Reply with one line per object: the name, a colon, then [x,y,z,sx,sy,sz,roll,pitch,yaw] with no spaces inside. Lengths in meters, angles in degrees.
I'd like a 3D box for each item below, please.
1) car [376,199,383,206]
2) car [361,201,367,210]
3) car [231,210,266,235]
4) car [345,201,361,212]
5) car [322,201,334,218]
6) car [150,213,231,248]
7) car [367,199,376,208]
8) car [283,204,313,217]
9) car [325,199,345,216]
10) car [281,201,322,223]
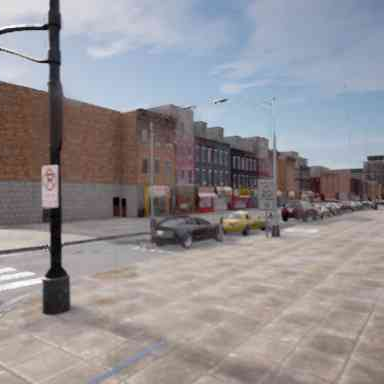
car: [45.353,2.588,80.126,1.947,1.339,4.313,-2,-2,35]
car: [25.850,2.180,52.607,2.008,1.369,4.403,-2,-2,35]
car: [3.193,1.805,20.637,1.752,1.417,4.829,-1,-1,35]
car: [22.598,2.012,48.023,1.967,1.590,4.097,-2,-2,35]
car: [12.945,1.943,34.398,1.752,1.417,4.829,-2,-1,35]
car: [-0.156,1.801,15.910,1.947,1.339,4.313,-1,-1,35]
car: [32.351,2.300,61.781,2.008,1.369,4.403,-2,-2,35]
car: [12.178,2.074,37.861,1.895,1.301,4.718,-1,-1,35]
car: [16.097,1.906,38.849,1.967,1.590,4.097,-2,-1,35]
car: [9.594,1.684,29.677,2.192,1.841,5.009,-2,-1,35]
